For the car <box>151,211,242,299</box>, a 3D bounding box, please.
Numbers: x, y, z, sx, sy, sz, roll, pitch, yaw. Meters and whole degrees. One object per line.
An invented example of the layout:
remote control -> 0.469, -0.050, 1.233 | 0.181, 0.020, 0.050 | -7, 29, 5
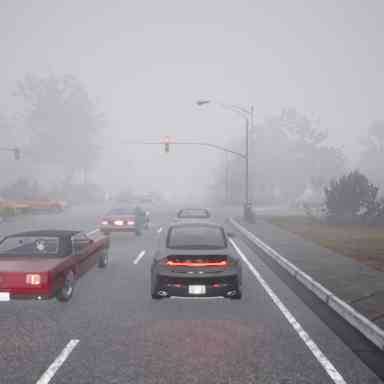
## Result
car -> 0.090, 1.472, 8.343 | 1.837, 1.490, 4.892 | 0, 0, 0

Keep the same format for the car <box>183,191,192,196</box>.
car -> -1.402, 0.456, 95.140 | 2.033, 1.411, 5.357 | 0, 1, -7

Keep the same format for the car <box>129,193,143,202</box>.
car -> -10.661, 0.981, 63.713 | 1.882, 1.535, 5.008 | 0, 1, 0

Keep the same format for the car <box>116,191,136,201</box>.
car -> -10.679, 0.816, 53.826 | 2.150, 2.045, 5.566 | 0, 0, 0

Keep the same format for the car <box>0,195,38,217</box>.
car -> -16.118, 1.283, 28.292 | 5.008, 1.535, 1.882 | 0, 0, 15

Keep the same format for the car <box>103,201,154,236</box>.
car -> -3.442, 1.441, 17.753 | 2.033, 1.411, 5.357 | 0, 0, -1

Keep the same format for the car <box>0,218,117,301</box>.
car -> -3.411, 1.570, 8.164 | 1.895, 1.301, 4.718 | 0, 0, 0

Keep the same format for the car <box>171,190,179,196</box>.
car -> -4.882, 0.275, 94.773 | 2.097, 1.767, 4.553 | 0, 1, -7

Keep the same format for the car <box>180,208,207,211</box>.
car -> 0.084, 1.495, 17.656 | 1.895, 1.301, 4.718 | 0, 0, 0

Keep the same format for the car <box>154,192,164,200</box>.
car -> -7.220, 0.869, 73.671 | 1.882, 1.535, 5.008 | 0, 1, -1

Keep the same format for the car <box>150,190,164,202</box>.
car -> -7.151, 0.727, 63.481 | 2.150, 2.045, 5.566 | 0, 1, -1

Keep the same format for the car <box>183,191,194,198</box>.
car -> -0.651, 0.776, 85.262 | 1.994, 1.385, 4.181 | 0, 1, -4

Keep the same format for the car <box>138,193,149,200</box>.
car -> -10.724, 0.984, 73.799 | 1.895, 1.301, 4.718 | 0, 1, -1

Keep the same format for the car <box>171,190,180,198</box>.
car -> -4.124, 0.756, 84.726 | 2.128, 1.511, 4.902 | 0, 1, -4

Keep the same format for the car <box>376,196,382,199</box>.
car -> 23.759, 0.939, 38.969 | 5.566, 2.045, 2.150 | 0, 0, -3

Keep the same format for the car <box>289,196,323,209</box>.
car -> 13.675, 1.214, 38.383 | 4.902, 1.511, 2.128 | 0, 0, -3

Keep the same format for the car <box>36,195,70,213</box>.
car -> -14.594, 1.118, 33.030 | 4.553, 1.767, 2.097 | 0, 0, -3

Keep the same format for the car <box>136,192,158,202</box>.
car -> -7.180, 1.146, 53.306 | 2.033, 1.411, 5.357 | 0, 0, 0
